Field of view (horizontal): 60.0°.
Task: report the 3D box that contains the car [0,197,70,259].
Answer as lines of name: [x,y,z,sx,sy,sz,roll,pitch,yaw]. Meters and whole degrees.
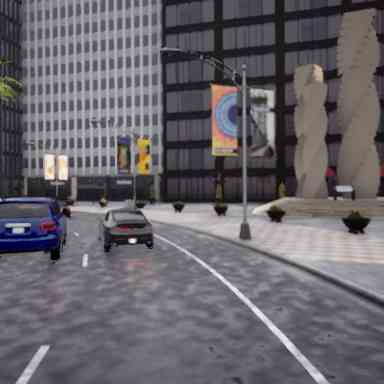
car: [-5.871,1.212,12.227,2.150,2.045,5.566,0,0,-18]

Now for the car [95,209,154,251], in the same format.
car: [-2.888,1.467,14.022,1.837,1.490,4.892,0,0,-19]
